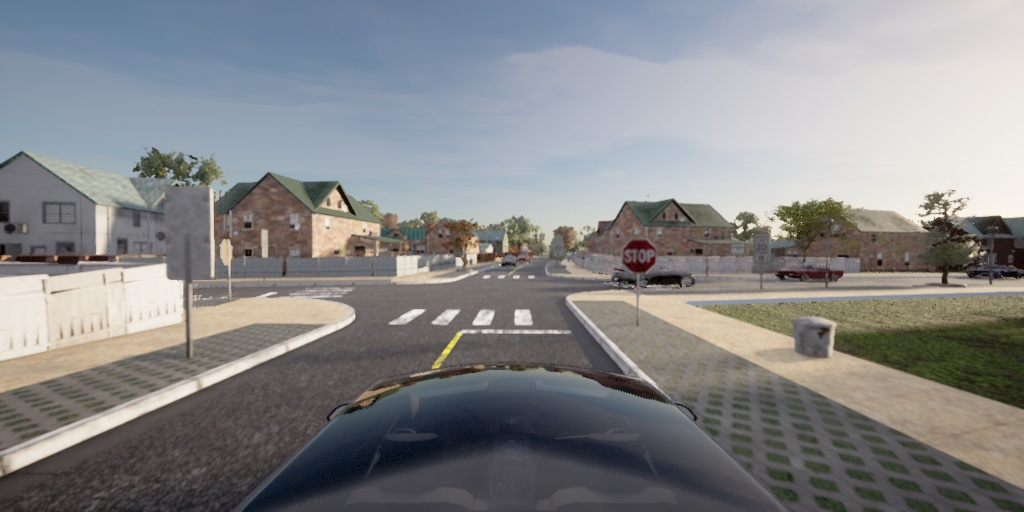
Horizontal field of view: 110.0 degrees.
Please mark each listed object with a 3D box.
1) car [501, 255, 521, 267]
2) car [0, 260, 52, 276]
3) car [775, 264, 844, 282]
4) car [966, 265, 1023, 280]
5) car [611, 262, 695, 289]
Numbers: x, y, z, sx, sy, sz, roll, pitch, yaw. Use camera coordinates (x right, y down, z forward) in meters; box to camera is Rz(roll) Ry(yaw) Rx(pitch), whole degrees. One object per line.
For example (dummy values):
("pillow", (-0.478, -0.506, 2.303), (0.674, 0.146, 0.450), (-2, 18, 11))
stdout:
("car", (-0.295, 0.672, 46.908), (1.837, 1.490, 4.892), (0, 1, 6))
("car", (-20.470, 0.757, 12.865), (5.566, 2.045, 2.150), (2, 0, -15))
("car", (22.664, 1.277, 27.426), (4.718, 1.301, 1.895), (0, 1, -15))
("car", (44.951, 1.492, 33.362), (4.718, 1.301, 1.895), (1, 1, -14))
("car", (8.105, 1.093, 20.560), (4.902, 1.511, 2.128), (0, 1, -15))
